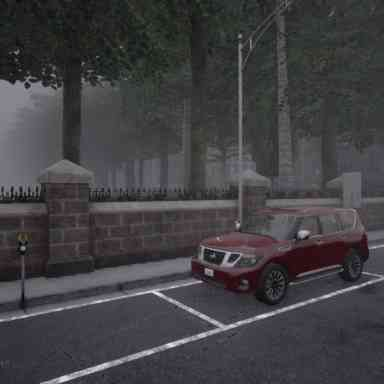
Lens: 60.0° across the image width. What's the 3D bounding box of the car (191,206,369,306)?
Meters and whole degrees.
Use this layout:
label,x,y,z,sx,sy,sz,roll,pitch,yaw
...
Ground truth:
label,x,y,z,sx,sy,sz,roll,pitch,yaw
car,2.393,1.314,8.238,5.009,1.841,2.192,0,0,-35
